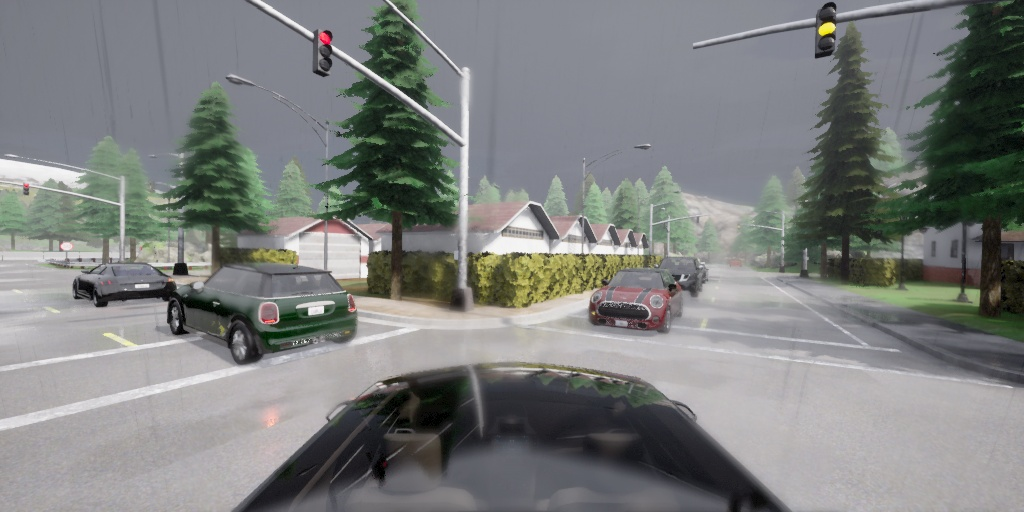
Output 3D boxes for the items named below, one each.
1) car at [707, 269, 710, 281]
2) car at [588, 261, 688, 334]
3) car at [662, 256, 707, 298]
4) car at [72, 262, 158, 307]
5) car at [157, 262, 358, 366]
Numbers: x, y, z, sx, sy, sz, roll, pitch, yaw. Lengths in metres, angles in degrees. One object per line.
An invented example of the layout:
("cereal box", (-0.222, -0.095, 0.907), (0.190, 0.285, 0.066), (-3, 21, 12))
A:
("car", (14.640, 1.338, 28.787), (1.837, 1.490, 4.892), (1, 1, 31))
("car", (4.033, 1.172, 11.280), (2.097, 1.767, 4.553), (1, 1, 31))
("car", (9.342, 1.048, 20.036), (2.150, 2.045, 5.566), (1, 1, 31))
("car", (-14.104, 0.911, 13.045), (4.181, 1.385, 1.994), (2, 1, 31))
("car", (-5.527, 0.923, 7.888), (4.553, 1.767, 2.097), (4, 2, 31))
